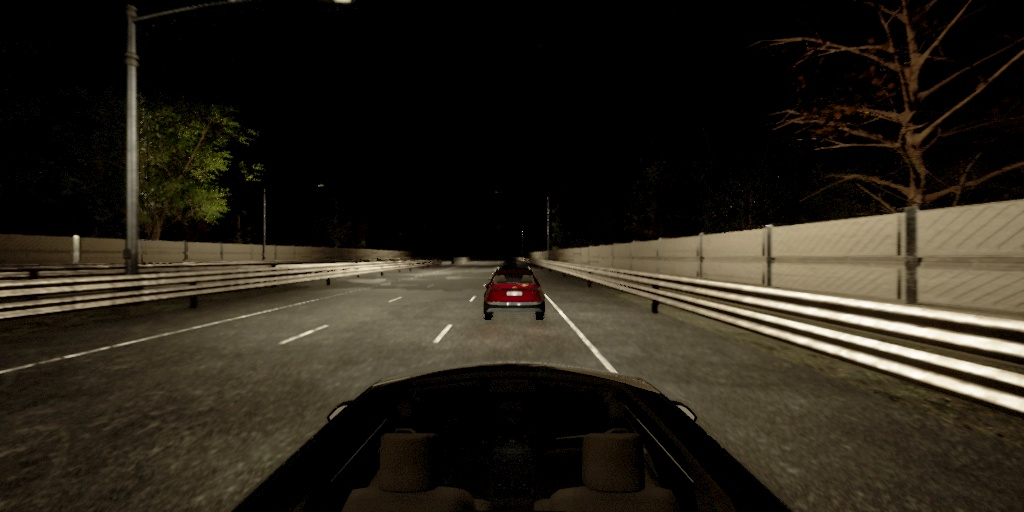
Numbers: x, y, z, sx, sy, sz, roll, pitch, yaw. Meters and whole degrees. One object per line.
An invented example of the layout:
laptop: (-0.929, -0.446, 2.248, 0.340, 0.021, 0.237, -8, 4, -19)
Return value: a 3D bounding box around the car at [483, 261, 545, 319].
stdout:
car: (0.061, 1.164, 12.710, 2.033, 1.649, 4.856, 0, 0, 0)
